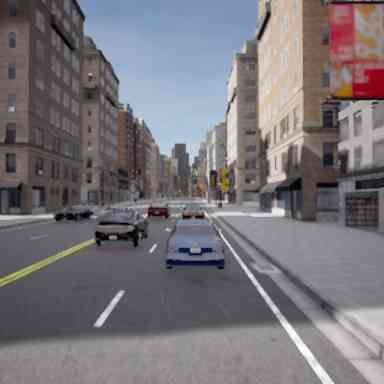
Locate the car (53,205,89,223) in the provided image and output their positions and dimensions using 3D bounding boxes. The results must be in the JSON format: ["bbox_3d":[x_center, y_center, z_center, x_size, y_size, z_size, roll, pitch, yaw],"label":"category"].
[{"bbox_3d":[-9.845,1.816,27.934,1.895,1.301,4.718,0,0,0],"label":"car"}]

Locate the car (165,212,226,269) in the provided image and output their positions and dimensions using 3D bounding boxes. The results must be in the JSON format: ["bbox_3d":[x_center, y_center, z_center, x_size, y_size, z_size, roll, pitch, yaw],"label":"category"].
[{"bbox_3d":[0.096,1.641,11.484,2.033,1.411,5.357,0,0,0],"label":"car"}]

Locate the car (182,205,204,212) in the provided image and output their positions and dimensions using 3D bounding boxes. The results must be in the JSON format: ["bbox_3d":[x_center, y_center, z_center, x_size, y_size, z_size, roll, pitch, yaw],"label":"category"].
[{"bbox_3d":[0.102,1.829,29.698,1.895,1.301,4.718,0,0,0],"label":"car"}]

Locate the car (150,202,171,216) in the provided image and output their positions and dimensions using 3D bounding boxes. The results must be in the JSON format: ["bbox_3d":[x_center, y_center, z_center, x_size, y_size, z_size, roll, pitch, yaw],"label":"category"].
[{"bbox_3d":[-3.147,1.725,32.431,1.882,1.535,5.008,0,0,0],"label":"car"}]

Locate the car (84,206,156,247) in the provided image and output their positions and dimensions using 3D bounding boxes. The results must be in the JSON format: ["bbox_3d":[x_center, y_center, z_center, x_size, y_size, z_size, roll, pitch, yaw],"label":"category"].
[{"bbox_3d":[-3.151,1.618,15.705,2.128,1.511,4.902,0,0,0],"label":"car"}]
